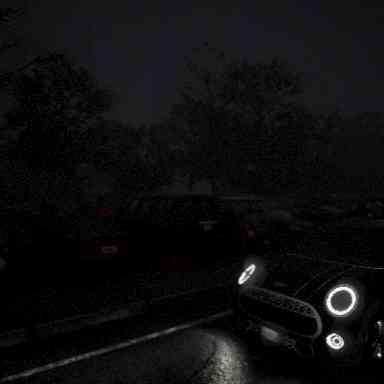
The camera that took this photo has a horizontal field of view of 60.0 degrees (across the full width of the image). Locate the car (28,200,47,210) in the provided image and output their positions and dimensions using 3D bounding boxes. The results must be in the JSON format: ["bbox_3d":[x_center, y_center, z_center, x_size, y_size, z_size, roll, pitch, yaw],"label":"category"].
[{"bbox_3d":[-10.818,1.395,20.606,2.097,1.535,5.008,-1,1,-36],"label":"car"}]

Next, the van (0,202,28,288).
[{"bbox_3d":[-5.516,1.222,8.164,1.878,1.987,4.442,-1,1,-36],"label":"van"}]

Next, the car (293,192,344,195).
[{"bbox_3d":[13.957,1.048,38.314,2.435,2.045,5.566,0,0,-36],"label":"car"}]

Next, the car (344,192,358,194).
[{"bbox_3d":[16.209,1.041,39.928,2.435,2.045,5.566,0,0,-36],"label":"car"}]

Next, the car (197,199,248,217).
[{"bbox_3d":[2.683,1.371,30.269,2.002,1.452,4.674,0,0,-36],"label":"car"}]

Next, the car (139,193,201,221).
[{"bbox_3d":[-1.909,1.092,26.947,2.435,2.045,5.566,0,0,-36],"label":"car"}]

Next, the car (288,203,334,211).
[{"bbox_3d":[3.429,1.388,14.719,2.002,1.452,4.674,0,0,-36],"label":"car"}]

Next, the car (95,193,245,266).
[{"bbox_3d":[-1.100,1.110,11.506,2.435,2.045,5.566,0,0,-36],"label":"car"}]

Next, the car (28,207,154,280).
[{"bbox_3d":[-3.336,1.426,9.906,2.163,1.488,4.792,-1,0,-36],"label":"car"}]

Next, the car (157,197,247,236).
[{"bbox_3d":[0.596,1.222,18.148,4.553,1.767,2.097,0,0,-36],"label":"car"}]

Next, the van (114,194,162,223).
[{"bbox_3d":[-4.245,1.124,25.452,1.878,1.987,4.442,0,0,-36],"label":"van"}]

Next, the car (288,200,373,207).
[{"bbox_3d":[5.690,1.342,16.329,2.097,1.535,5.008,0,0,-36],"label":"car"}]

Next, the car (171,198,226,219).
[{"bbox_3d":[0.432,1.337,28.652,2.097,1.535,5.008,0,0,-36],"label":"car"}]

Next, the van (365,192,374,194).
[{"bbox_3d":[20.628,1.054,43.272,1.878,1.987,4.442,0,0,-36],"label":"van"}]

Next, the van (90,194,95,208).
[{"bbox_3d":[-6.395,1.130,23.911,1.878,1.987,4.442,0,0,-36],"label":"van"}]

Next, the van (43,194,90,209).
[{"bbox_3d":[-8.619,1.137,22.031,1.878,1.987,4.442,-1,0,-36],"label":"van"}]

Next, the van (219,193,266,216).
[{"bbox_3d":[4.762,1.099,31.905,1.878,1.987,4.442,0,0,-36],"label":"van"}]

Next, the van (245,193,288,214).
[{"bbox_3d":[1.241,1.129,13.005,1.878,1.987,4.442,0,0,-36],"label":"van"}]

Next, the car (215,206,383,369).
[{"bbox_3d":[2.864,1.288,5.750,4.553,1.767,2.097,-1,0,-36],"label":"car"}]

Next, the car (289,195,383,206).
[{"bbox_3d":[7.962,1.210,17.925,2.185,1.767,4.553,0,0,-36],"label":"car"}]
